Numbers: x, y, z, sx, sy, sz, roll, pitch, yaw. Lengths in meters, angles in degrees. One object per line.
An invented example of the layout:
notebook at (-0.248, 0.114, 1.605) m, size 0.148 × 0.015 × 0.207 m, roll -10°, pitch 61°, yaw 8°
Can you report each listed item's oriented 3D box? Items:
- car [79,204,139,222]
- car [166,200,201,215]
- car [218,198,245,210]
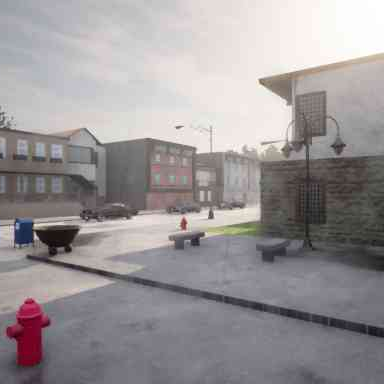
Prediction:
car at (-6.554, 1.601, 26.478) m, size 1.895 × 1.301 × 4.718 m, roll 0°, pitch 0°, yaw 35°
car at (-0.806, 1.564, 34.550) m, size 1.994 × 1.385 × 4.181 m, roll 0°, pitch 0°, yaw 35°
car at (5.122, 1.491, 42.834) m, size 2.128 × 1.511 × 4.902 m, roll 0°, pitch 0°, yaw 36°
